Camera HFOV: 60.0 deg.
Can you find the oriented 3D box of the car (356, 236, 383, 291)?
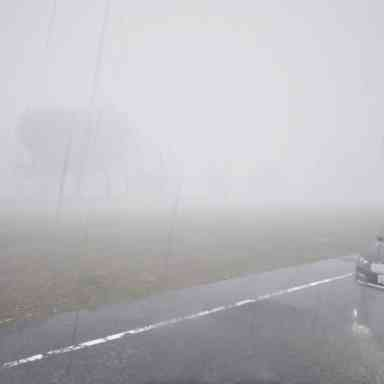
[{"bbox_3d":[5.885,1.492,8.045,4.902,1.511,2.128,0,0,-35],"label":"car"}]
